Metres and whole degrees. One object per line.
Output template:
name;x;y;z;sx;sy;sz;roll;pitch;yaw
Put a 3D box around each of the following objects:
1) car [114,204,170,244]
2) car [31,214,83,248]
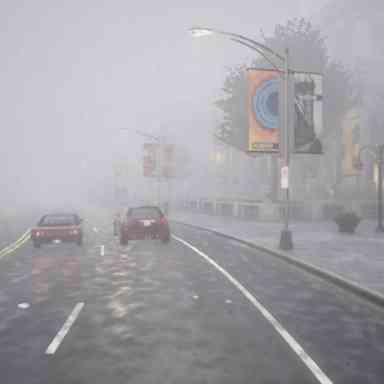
car;-2.531;1.364;15.978;2.097;1.767;4.553;0;0;-18
car;-5.884;1.614;14.973;1.895;1.301;4.718;0;0;-18
